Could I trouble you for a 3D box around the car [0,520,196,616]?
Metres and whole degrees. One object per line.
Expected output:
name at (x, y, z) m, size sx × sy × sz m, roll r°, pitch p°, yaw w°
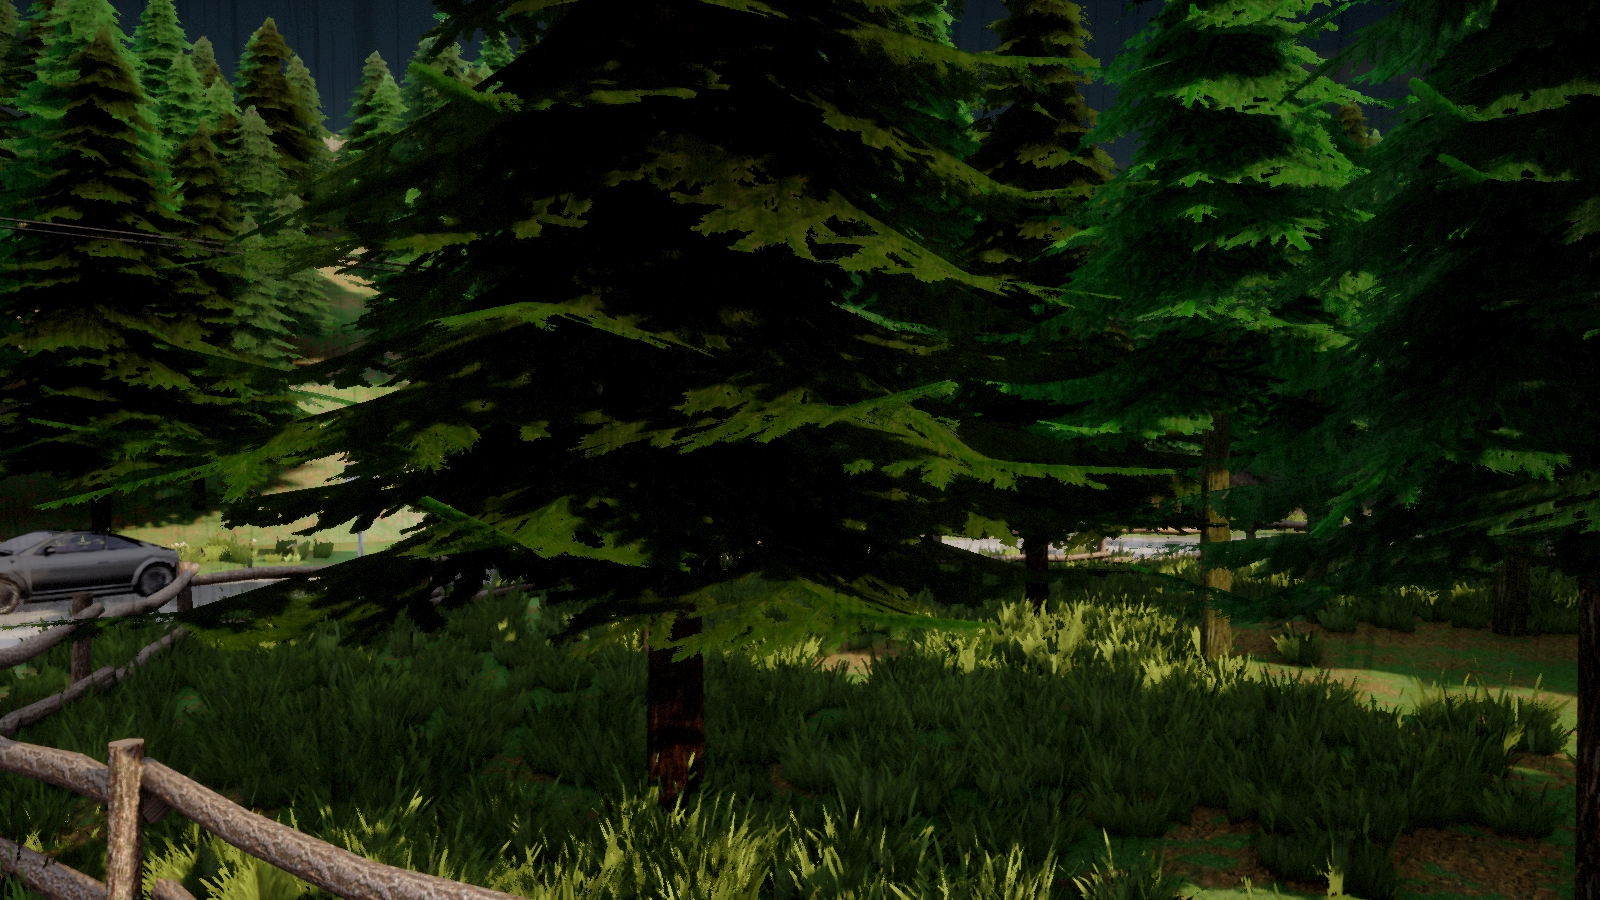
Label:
car at (-13.693, 2.119, 20.940) m, size 1.994 × 1.385 × 4.181 m, roll 0°, pitch 0°, yaw 35°
